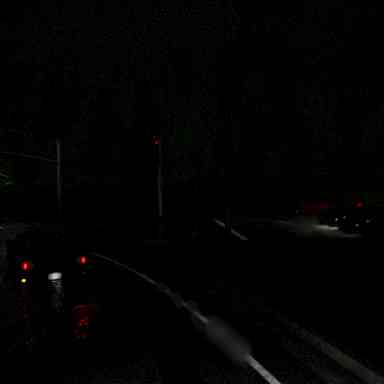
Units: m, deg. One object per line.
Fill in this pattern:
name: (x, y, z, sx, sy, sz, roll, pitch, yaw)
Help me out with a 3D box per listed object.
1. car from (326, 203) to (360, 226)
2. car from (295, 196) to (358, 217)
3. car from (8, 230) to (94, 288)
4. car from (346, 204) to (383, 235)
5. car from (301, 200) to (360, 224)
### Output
car: (11.601, 1.623, 22.214, 4.181, 1.385, 1.994, -1, -1, -2)
car: (11.944, 1.353, 29.239, 5.566, 2.045, 2.150, -1, -1, -3)
car: (-4.439, 1.786, 9.985, 1.895, 1.301, 4.718, -1, -1, -30)
car: (11.542, 1.546, 18.687, 4.674, 1.442, 1.812, -1, -1, -2)
car: (11.229, 1.629, 25.679, 4.674, 1.442, 1.812, -1, -1, -2)
